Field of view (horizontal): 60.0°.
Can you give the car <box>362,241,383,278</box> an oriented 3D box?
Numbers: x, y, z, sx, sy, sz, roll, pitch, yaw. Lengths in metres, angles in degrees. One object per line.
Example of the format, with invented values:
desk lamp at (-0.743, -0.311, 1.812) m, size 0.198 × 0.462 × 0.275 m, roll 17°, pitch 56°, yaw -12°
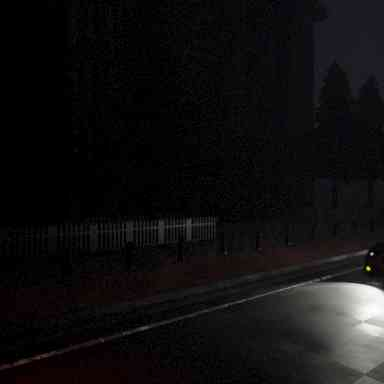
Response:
car at (6.338, 1.563, 8.790) m, size 4.181 × 1.385 × 1.994 m, roll 0°, pitch 0°, yaw -37°
